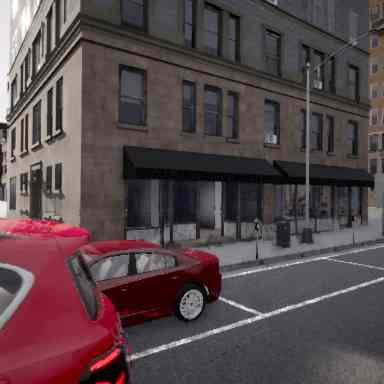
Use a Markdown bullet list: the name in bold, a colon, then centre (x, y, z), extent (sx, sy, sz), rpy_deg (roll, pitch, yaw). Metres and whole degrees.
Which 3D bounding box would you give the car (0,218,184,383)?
- **car**: centre (-2.955, 1.221, 1.275), extent (5.566, 2.045, 2.150), rpy_deg (0, 0, -35)

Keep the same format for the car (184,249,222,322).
- **car**: centre (-1.536, 1.545, 5.658), extent (4.507, 1.381, 1.887), rpy_deg (0, 1, -35)
